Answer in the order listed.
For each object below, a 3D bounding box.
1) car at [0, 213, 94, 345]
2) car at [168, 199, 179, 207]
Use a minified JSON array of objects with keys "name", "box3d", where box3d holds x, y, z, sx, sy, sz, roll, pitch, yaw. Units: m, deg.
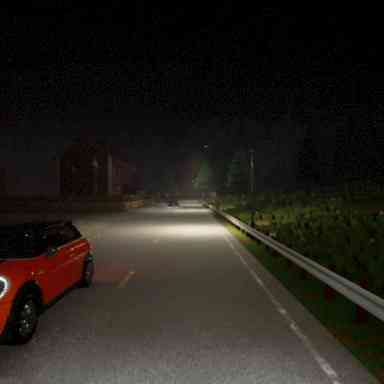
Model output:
[{"name":"car","box3d":[-3.499,1.368,6.449,2.097,1.767,4.553,0,-1,0]},{"name":"car","box3d":[-3.525,2.089,64.543,2.128,1.511,4.902,0,-1,1]}]
